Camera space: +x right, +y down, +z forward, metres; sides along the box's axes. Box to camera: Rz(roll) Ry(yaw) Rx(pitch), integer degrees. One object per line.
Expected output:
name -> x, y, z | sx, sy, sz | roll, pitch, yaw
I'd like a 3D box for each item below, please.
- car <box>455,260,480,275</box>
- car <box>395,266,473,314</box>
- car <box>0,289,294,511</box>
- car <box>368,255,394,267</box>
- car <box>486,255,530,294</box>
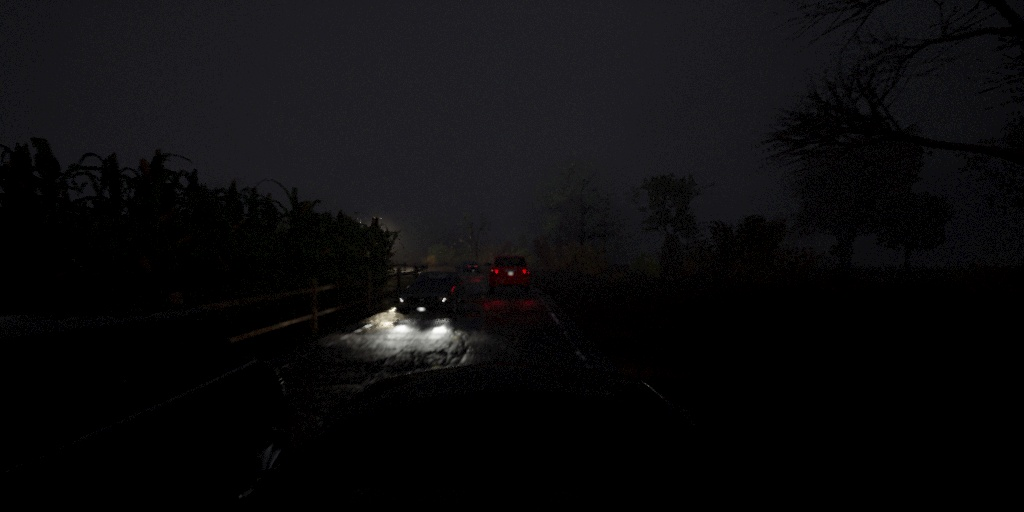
car -> -4.849, 1.205, 38.191 | 1.837, 1.490, 4.892 | 0, 0, -23
car -> -2.895, 1.303, 14.006 | 2.033, 1.411, 5.357 | 0, 0, -1
car -> -2.819, 1.102, 0.977 | 2.097, 1.767, 4.553 | 0, 0, 0
car -> -20.421, 0.838, 55.054 | 5.566, 2.045, 2.150 | 0, 0, 42
car -> -0.285, 0.971, 20.548 | 2.150, 2.045, 5.566 | 0, 0, -5
